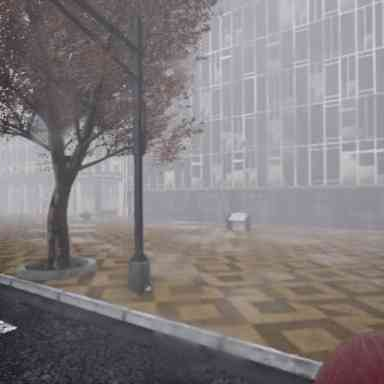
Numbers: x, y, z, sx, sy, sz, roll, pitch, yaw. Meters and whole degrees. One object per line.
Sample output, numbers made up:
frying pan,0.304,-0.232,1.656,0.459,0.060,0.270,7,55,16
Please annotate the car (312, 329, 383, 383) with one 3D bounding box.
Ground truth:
car,2.817,1.297,0.869,5.009,1.841,2.192,-1,0,36
